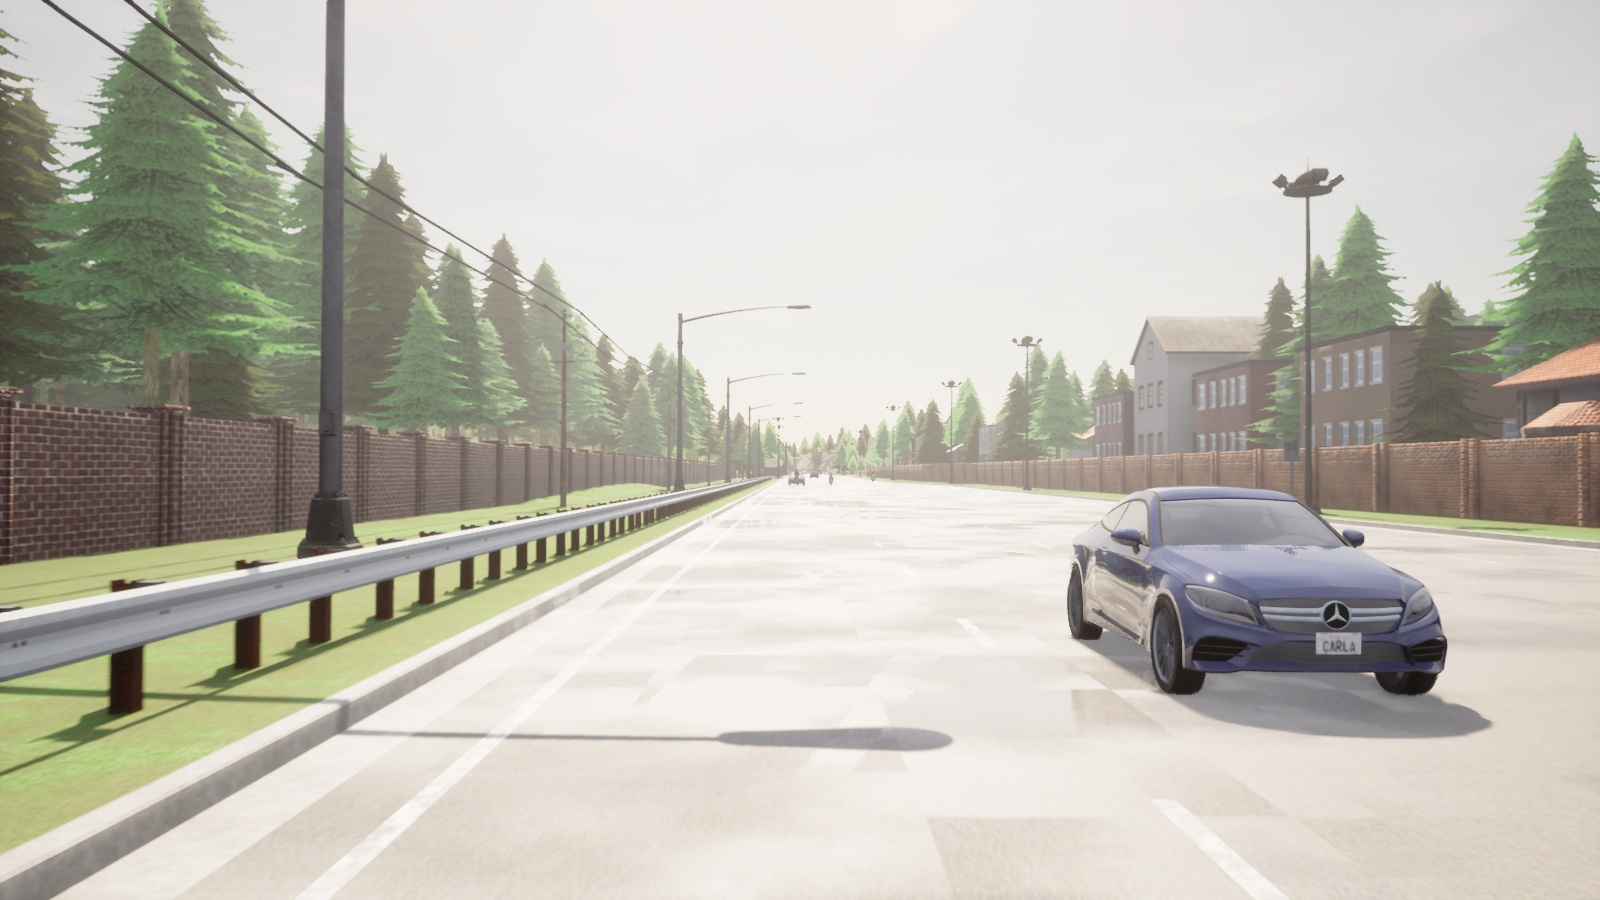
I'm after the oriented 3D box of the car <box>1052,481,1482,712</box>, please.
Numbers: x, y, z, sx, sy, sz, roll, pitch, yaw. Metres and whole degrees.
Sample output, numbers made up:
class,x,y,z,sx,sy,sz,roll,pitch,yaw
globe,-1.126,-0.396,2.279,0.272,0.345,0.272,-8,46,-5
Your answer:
class,x,y,z,sx,sy,sz,roll,pitch,yaw
car,3.474,1.001,10.424,1.812,1.442,4.674,0,-1,0
